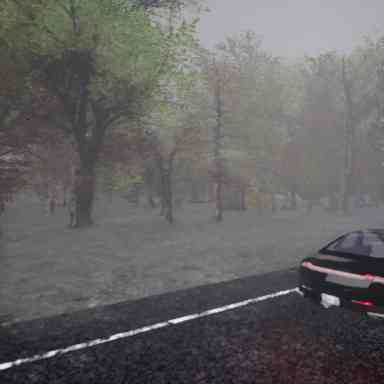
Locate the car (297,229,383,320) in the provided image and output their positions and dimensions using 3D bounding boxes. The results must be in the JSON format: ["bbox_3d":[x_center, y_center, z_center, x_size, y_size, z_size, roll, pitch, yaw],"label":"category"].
[{"bbox_3d":[4.191,1.512,6.726,4.902,1.511,2.128,0,0,-35],"label":"car"}]
